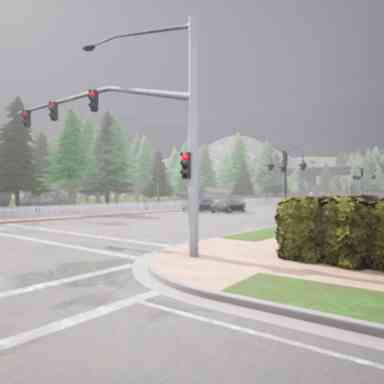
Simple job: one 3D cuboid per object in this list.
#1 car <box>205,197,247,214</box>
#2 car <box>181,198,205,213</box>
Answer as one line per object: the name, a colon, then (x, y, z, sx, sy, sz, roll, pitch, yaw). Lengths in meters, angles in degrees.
car: (3.773, 1.327, 34.442, 2.097, 1.767, 4.553, 0, 0, 39)
car: (0.855, 1.473, 36.401, 1.837, 1.490, 4.892, 0, 0, 39)
